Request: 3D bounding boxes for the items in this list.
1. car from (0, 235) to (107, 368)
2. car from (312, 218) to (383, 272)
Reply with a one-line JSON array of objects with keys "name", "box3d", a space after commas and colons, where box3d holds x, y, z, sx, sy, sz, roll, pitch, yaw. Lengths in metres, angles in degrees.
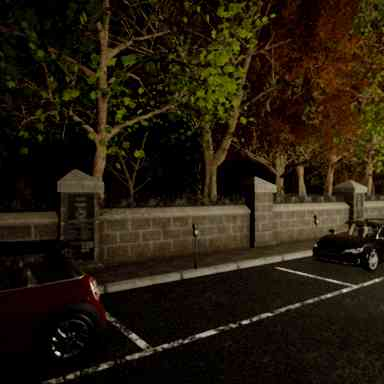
[{"name": "car", "box3d": [-3.313, 1.440, 4.196, 4.097, 1.590, 1.967, 0, 0, -35]}, {"name": "car", "box3d": [5.661, 1.549, 10.687, 4.403, 1.369, 2.008, 0, 0, -35]}]
